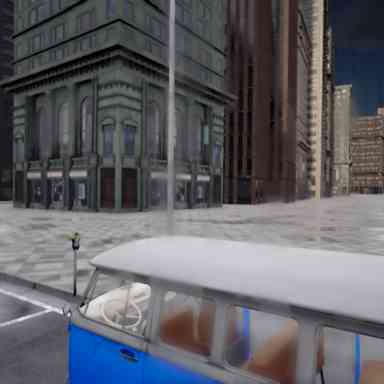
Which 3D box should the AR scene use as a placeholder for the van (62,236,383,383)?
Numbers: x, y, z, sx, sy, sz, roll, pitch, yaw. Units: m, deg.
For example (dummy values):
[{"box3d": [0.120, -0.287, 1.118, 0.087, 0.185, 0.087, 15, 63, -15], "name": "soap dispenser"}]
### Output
[{"box3d": [0.722, 1.340, 2.477, 3.998, 1.788, 1.690, 0, 1, 35], "name": "van"}]
